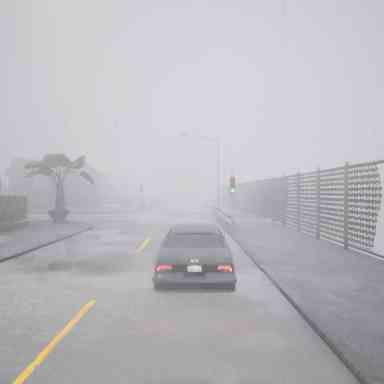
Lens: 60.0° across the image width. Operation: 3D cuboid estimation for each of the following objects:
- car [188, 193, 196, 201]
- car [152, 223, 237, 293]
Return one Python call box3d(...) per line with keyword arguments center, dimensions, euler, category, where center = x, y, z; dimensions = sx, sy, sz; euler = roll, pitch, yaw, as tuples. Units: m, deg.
box3d(center=(0.065, 1.225, 87.015), dimensions=(2.150, 2.045, 5.566), euler=(0, 0, 0), category="car")
box3d(center=(0.071, 1.548, 9.019), dimensions=(2.033, 1.411, 5.357), euler=(0, 0, 0), category="car")
